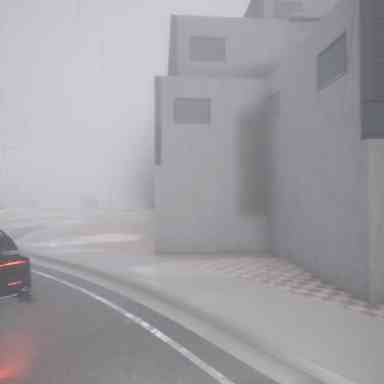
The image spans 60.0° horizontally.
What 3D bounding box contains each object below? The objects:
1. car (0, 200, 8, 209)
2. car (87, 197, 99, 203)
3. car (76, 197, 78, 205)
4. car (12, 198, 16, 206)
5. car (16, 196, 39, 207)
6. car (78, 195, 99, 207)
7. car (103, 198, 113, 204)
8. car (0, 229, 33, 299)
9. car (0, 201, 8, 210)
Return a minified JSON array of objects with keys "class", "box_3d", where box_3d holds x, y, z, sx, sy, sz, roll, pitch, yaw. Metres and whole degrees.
[{"class":"car","box_3d":[-33.025,2.120,56.071,1.895,1.301,4.718,0,0,-5]},{"class":"car","box_3d":[-23.948,1.931,80.410,1.812,1.442,4.674,0,0,-6]},{"class":"car","box_3d":[-22.931,1.735,70.489,2.150,2.045,5.566,0,0,-6]},{"class":"car","box_3d":[-34.141,1.802,67.072,2.150,2.045,5.566,0,0,-6]},{"class":"car","box_3d":[-30.070,2.028,61.702,2.128,1.511,4.902,0,0,-6]},{"class":"car","box_3d":[-18.218,1.652,59.818,2.150,2.045,5.566,0,0,-6]},{"class":"car","box_3d":[-20.503,2.105,81.144,1.994,1.385,4.181,0,0,-6]},{"class":"car","box_3d":[-5.282,1.580,7.694,1.837,1.490,4.892,0,-1,-44]},{"class":"car","box_3d":[-28.752,2.050,48.199,1.895,1.301,4.718,0,0,-5]}]
